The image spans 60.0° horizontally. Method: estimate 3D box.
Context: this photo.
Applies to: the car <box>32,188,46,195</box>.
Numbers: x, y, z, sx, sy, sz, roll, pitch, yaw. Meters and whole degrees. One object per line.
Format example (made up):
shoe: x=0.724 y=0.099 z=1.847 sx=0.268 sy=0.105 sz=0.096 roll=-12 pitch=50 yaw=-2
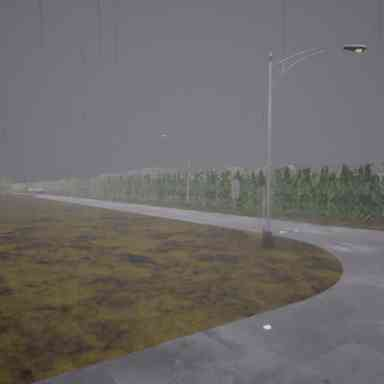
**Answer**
car: x=-37.823 y=-0.085 z=82.901 sx=1.882 sy=1.535 sz=5.008 roll=1 pitch=0 yaw=-35
